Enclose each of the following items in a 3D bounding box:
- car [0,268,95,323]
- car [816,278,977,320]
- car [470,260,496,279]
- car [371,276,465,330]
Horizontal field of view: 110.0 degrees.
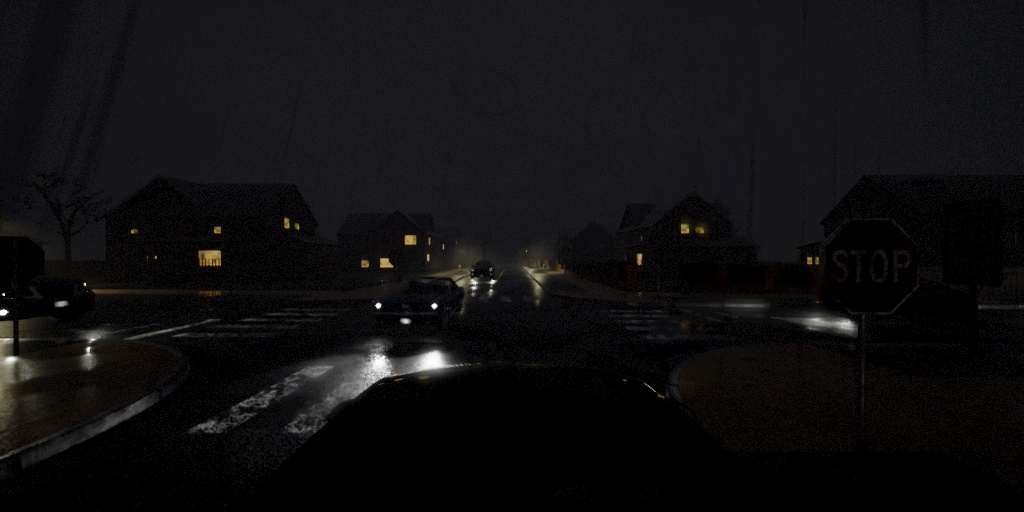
[{"bbox_3d":[-14.868,0.921,9.630,5.566,2.045,2.150,0,0,0],"label":"car"},{"bbox_3d":[13.298,1.403,12.578,4.181,1.385,1.994,0,0,0],"label":"car"},{"bbox_3d":[-2.657,1.184,33.556,2.097,1.767,4.553,0,0,0],"label":"car"},{"bbox_3d":[-2.717,1.354,11.385,1.895,1.301,4.718,0,0,0],"label":"car"}]
